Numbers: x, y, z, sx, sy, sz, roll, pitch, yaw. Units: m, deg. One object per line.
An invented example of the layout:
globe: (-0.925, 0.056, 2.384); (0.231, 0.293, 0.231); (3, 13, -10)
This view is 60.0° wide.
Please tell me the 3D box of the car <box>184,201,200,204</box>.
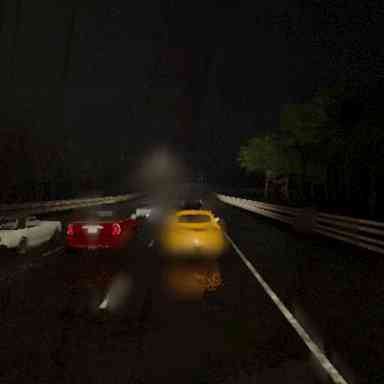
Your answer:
car: (0.096, 1.505, 30.254); (1.994, 1.385, 4.181); (0, 0, 0)

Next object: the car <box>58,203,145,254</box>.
car: (-3.413, 1.342, 13.569); (2.097, 1.767, 4.553); (0, 0, 0)

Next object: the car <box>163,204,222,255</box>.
car: (0.089, 1.466, 13.345); (1.882, 1.535, 5.008); (0, 0, 0)

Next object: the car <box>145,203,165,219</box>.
car: (-3.409, 1.550, 28.233); (1.895, 1.301, 4.718); (0, 0, 0)

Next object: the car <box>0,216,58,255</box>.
car: (-6.912, 1.590, 13.164); (1.895, 1.301, 4.718); (0, 0, 0)

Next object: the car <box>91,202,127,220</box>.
car: (-6.909, 1.550, 28.237); (1.895, 1.301, 4.718); (0, 0, 0)
